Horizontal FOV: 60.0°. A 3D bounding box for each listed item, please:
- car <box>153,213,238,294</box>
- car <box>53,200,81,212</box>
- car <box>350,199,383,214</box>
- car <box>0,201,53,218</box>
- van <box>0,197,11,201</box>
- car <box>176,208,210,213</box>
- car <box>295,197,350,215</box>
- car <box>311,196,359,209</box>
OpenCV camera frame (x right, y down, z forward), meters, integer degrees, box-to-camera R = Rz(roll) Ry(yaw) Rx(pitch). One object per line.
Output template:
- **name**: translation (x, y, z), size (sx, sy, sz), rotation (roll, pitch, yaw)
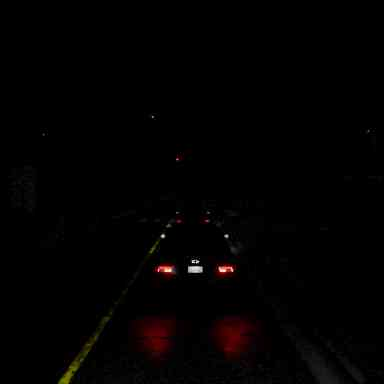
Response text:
- **car**: translation (0.073, 1.542, 8.937), size (2.033, 1.411, 5.357), rotation (0, 0, 0)
- **car**: translation (-15.560, 1.584, 38.824), size (4.829, 1.417, 1.752), rotation (-1, 1, 0)
- **car**: translation (16.975, 1.340, 30.328), size (4.403, 1.369, 2.008), rotation (-1, 1, 0)
- **car**: translation (-15.372, 1.726, 30.301), size (4.206, 1.307, 1.802), rotation (-1, 1, 0)
- **van**: translation (-21.071, 1.455, 38.815), size (3.998, 1.788, 1.690), rotation (-1, 1, 0)
- **car**: translation (0.047, 1.549, 18.163), size (1.994, 1.385, 4.181), rotation (0, 0, 0)
- **car**: translation (11.597, 1.417, 30.324), size (4.313, 1.339, 1.947), rotation (-1, 1, 0)
- **car**: translation (16.622, 1.231, 38.852), size (4.829, 1.417, 1.752), rotation (-1, 1, 0)
